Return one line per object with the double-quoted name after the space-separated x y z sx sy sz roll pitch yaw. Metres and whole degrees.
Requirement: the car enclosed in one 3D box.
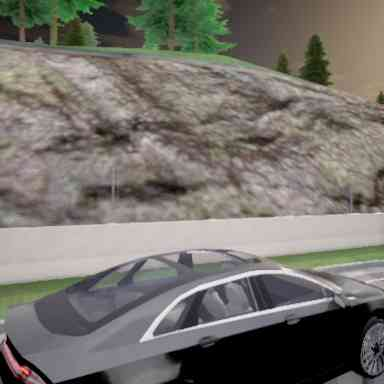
0.473 1.458 3.921 4.902 1.511 2.128 0 0 -32 "car"
